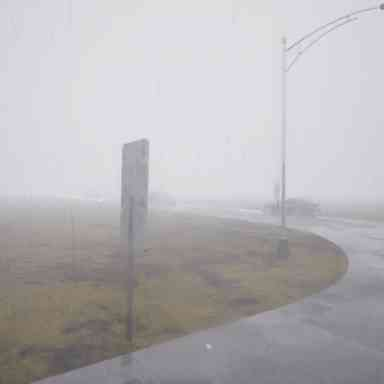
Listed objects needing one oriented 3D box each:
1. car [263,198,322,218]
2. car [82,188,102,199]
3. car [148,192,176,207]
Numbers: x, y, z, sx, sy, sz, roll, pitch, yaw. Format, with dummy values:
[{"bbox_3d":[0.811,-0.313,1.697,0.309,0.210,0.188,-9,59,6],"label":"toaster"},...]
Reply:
[{"bbox_3d":[7.793,1.214,26.249,1.837,1.490,4.892,-1,2,-34],"label":"car"},{"bbox_3d":[-16.498,0.140,55.039,2.097,1.767,4.553,2,0,-35],"label":"car"},{"bbox_3d":[-3.576,0.781,36.531,1.837,1.490,4.892,2,0,-35],"label":"car"}]
